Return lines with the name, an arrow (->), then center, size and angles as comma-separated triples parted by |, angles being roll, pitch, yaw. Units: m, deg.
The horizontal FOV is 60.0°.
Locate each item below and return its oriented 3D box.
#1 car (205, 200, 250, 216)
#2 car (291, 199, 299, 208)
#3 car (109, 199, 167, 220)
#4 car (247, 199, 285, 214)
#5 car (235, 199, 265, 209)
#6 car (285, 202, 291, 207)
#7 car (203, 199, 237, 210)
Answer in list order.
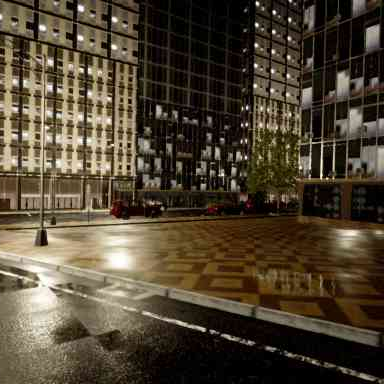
car -> 4.019, 1.964, 37.998 | 4.507, 1.381, 1.887 | 1, 1, -35
car -> 18.242, 1.962, 57.338 | 4.313, 1.339, 1.947 | 1, 1, -35
car -> -5.318, 1.642, 31.570 | 5.009, 1.841, 2.192 | 1, 1, -35
car -> 8.696, 1.780, 41.205 | 5.009, 1.841, 2.192 | 1, 1, -35
car -> 8.900, 1.870, 50.914 | 4.313, 1.339, 1.947 | 1, 1, -35
car -> 13.570, 1.932, 54.127 | 4.206, 1.307, 1.802 | 1, 1, -35
car -> 4.089, 1.781, 47.605 | 4.829, 1.417, 1.752 | 1, 1, -35
